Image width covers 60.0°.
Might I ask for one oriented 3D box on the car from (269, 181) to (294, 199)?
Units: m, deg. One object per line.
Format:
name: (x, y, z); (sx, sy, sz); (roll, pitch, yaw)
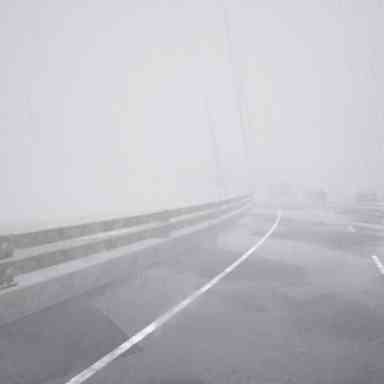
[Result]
car: (11.080, -0.274, 41.405); (2.150, 2.045, 5.566); (3, 3, 4)

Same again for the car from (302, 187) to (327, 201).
car: (14.272, 0.226, 38.806); (2.128, 1.511, 4.902); (2, 3, 6)

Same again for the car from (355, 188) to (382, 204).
car: (19.652, 0.452, 37.663); (1.882, 1.535, 5.008); (3, 3, 20)
